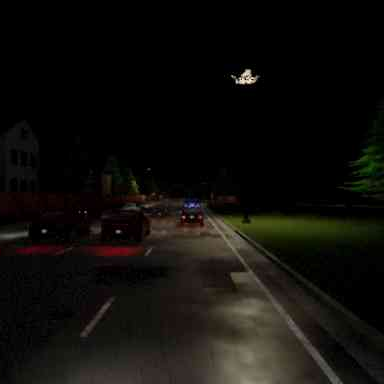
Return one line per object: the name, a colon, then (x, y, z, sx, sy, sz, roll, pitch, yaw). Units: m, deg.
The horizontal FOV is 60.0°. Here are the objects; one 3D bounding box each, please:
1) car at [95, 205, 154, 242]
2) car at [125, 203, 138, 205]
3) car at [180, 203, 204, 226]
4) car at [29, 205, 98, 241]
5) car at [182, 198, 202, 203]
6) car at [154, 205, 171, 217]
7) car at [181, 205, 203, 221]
car: (-3.401, 1.702, 17.827, 1.882, 1.535, 5.008, 0, -1, 0)
car: (-6.898, 2.001, 37.997, 1.812, 1.442, 4.674, 0, -1, 0)
car: (0.001, 1.880, 26.544, 2.033, 1.411, 5.357, 0, -1, 0)
car: (-6.898, 1.704, 17.992, 1.882, 1.535, 5.008, 0, -1, 0)
car: (0.001, 1.741, 41.576, 2.150, 2.045, 5.566, 0, -1, 0)
car: (-3.399, 2.070, 37.531, 1.895, 1.301, 4.718, 0, -1, 0)
car: (0.001, 2.004, 32.272, 1.895, 1.301, 4.718, 0, -1, 0)
